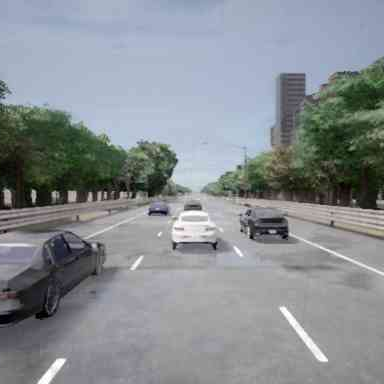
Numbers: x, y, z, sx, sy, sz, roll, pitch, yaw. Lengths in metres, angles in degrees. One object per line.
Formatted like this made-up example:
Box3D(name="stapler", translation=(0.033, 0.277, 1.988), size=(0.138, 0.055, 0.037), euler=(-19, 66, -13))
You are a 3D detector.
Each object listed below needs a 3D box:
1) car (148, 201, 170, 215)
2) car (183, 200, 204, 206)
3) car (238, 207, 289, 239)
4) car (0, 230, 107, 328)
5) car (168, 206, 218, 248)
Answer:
Box3D(name="car", translation=(-3.381, 1.646, 34.874), size=(1.994, 1.385, 4.181), euler=(0, 0, 0))
Box3D(name="car", translation=(0.120, 1.585, 34.350), size=(1.837, 1.490, 4.892), euler=(0, 0, 0))
Box3D(name="car", translation=(3.609, 1.531, 17.299), size=(1.837, 1.490, 4.892), euler=(0, 0, 0))
Box3D(name="car", translation=(-3.397, 1.552, 7.329), size=(2.033, 1.411, 5.357), euler=(0, 0, 0))
Box3D(name="car", translation=(0.108, 1.545, 14.663), size=(1.812, 1.442, 4.674), euler=(0, 0, 0))
